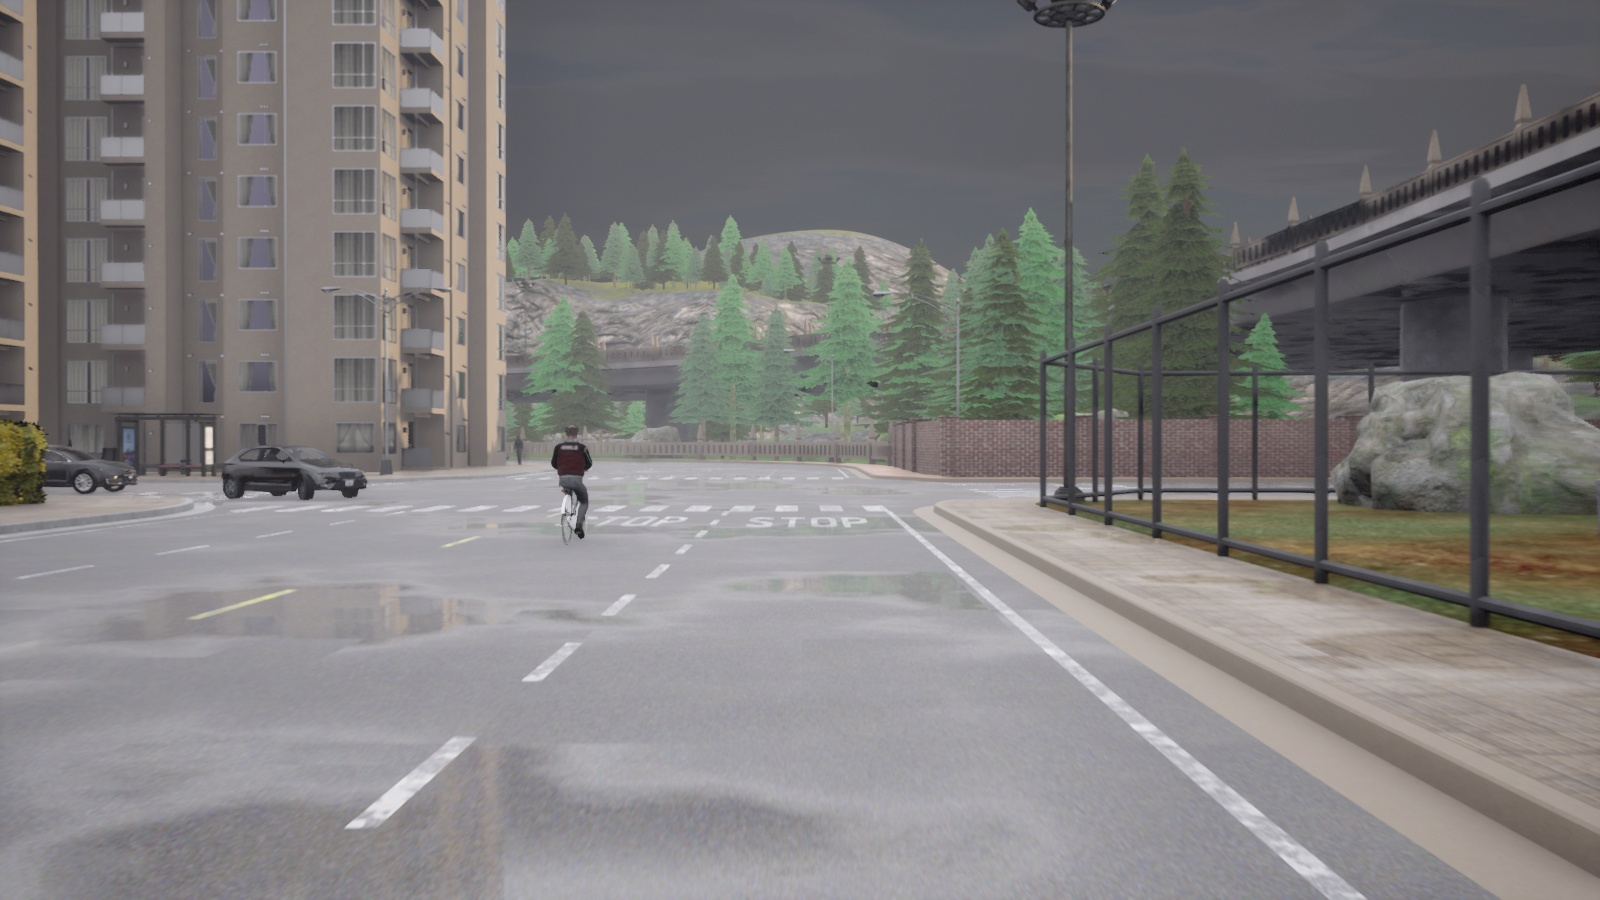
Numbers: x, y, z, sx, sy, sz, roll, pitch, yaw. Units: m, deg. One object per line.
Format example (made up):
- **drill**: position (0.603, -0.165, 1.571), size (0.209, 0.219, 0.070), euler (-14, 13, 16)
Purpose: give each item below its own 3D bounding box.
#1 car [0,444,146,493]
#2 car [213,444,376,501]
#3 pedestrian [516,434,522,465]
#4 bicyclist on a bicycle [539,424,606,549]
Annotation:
- **car**: position (-23.327, 0.567, 39.156), size (4.892, 1.490, 1.837), euler (0, 0, 1)
- **car**: position (-13.701, 0.567, 34.011), size (4.193, 1.474, 1.816), euler (0, 0, 27)
- **pedestrian**: position (-16.906, -0.039, 75.483), size (0.353, 1.847, 0.614), euler (0, 0, -10)
- **bicyclist on a bicycle**: position (-3.378, 0.508, 18.819), size (0.659, 1.776, 1.843), euler (0, 1, 0)
